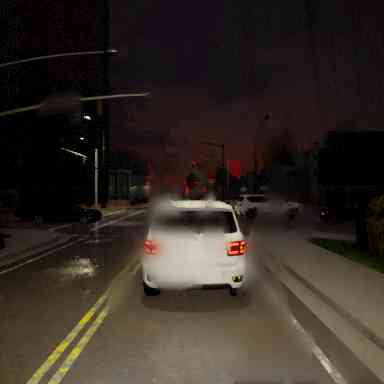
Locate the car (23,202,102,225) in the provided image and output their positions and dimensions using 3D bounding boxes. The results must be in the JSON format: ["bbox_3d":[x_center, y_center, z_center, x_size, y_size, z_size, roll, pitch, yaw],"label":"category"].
[{"bbox_3d":[-9.082,1.521,24.015,5.008,1.535,1.882,0,0,1],"label":"car"}]

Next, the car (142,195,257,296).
[{"bbox_3d":[0.079,1.221,8.778,2.150,2.045,5.566,0,0,0],"label":"car"}]

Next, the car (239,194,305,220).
[{"bbox_3d":[6.416,1.221,27.672,5.566,2.045,2.150,0,0,0],"label":"car"}]

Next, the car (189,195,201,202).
[{"bbox_3d":[0.834,1.465,78.649,1.882,1.535,5.008,0,0,12],"label":"car"}]

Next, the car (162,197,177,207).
[{"bbox_3d":[-3.533,1.564,52.921,1.994,1.385,4.181,0,0,0],"label":"car"}]

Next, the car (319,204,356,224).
[{"bbox_3d":[11.520,1.555,24.208,4.181,1.385,1.994,0,0,0],"label":"car"}]

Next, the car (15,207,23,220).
[{"bbox_3d":[-12.128,1.591,27.584,4.674,1.442,1.812,-1,0,-1],"label":"car"}]
